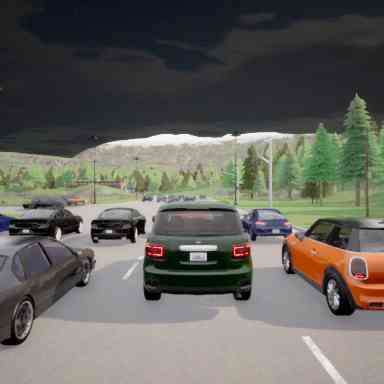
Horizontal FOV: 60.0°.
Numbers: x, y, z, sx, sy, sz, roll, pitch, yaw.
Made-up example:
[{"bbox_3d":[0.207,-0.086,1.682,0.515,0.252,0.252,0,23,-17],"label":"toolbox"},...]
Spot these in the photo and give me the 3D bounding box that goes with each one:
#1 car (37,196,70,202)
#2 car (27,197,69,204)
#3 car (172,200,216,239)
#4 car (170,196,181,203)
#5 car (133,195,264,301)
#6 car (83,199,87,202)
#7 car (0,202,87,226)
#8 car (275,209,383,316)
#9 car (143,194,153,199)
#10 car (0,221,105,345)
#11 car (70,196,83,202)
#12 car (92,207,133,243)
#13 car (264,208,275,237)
[{"bbox_3d":[-19.191,1.351,44.405,4.553,1.767,2.097,0,0,-8],"label":"car"},{"bbox_3d":[-18.075,1.601,40.913,4.718,1.301,1.895,0,0,-9],"label":"car"},{"bbox_3d":[0.109,1.352,18.004,2.097,1.767,4.553,0,0,0],"label":"car"},{"bbox_3d":[-3.419,1.546,70.175,2.033,1.411,5.357,0,0,0],"label":"car"},{"bbox_3d":[0.107,1.221,8.482,2.150,2.045,5.566,0,0,0],"label":"car"},{"bbox_3d":[-18.638,1.351,51.711,4.553,1.767,2.097,0,0,-14],"label":"car"},{"bbox_3d":[-6.892,1.478,16.281,1.882,1.535,5.008,0,0,0],"label":"car"},{"bbox_3d":[3.600,1.352,7.683,2.097,1.767,4.553,0,0,0],"label":"car"},{"bbox_3d":[-10.460,1.355,79.370,2.097,1.767,4.553,0,0,0],"label":"car"},{"bbox_3d":[-3.400,1.547,6.284,2.033,1.411,5.357,0,0,0],"label":"car"},{"bbox_3d":[-18.644,1.525,47.988,4.674,1.442,1.812,0,0,-11],"label":"car"},{"bbox_3d":[-3.392,1.478,16.111,1.882,1.535,5.008,0,0,0],"label":"car"},{"bbox_3d":[3.610,1.526,16.583,1.812,1.442,4.674,0,0,0],"label":"car"}]
